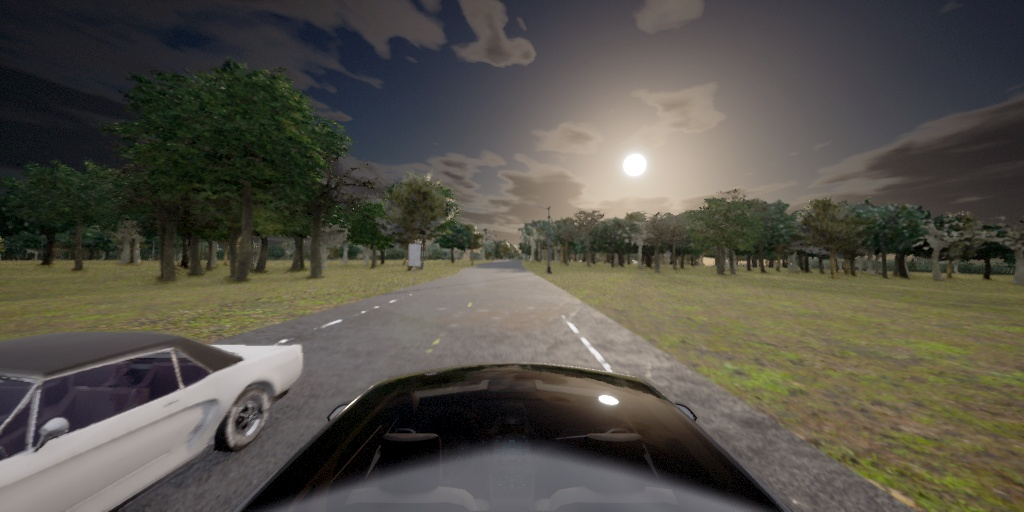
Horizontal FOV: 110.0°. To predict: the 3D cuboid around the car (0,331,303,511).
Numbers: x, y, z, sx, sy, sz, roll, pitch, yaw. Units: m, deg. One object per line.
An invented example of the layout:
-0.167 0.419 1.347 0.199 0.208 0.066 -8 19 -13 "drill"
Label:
-3.591 1.318 2.327 1.895 1.301 4.718 1 0 0 "car"
